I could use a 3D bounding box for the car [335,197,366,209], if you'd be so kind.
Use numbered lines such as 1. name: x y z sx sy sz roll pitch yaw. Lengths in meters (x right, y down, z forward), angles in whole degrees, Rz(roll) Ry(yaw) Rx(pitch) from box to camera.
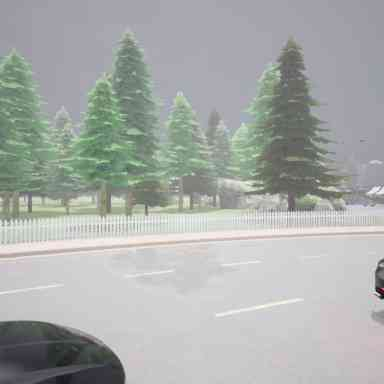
1. car: 22.528 1.533 47.556 1.882 1.535 5.008 0 0 -4

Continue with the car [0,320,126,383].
1. car: -2.740 1.478 1.608 5.008 1.535 1.882 0 0 -37

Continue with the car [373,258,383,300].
1. car: 5.605 1.492 6.112 4.902 1.511 2.128 0 0 -24

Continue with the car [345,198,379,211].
1. car: 19.589 1.407 38.591 2.097 1.767 4.553 0 0 -4
